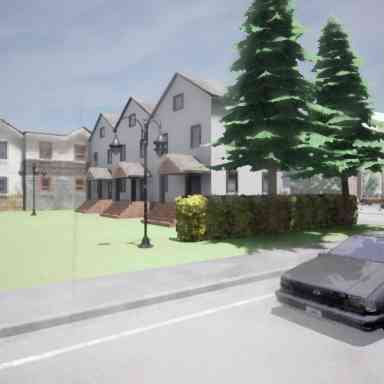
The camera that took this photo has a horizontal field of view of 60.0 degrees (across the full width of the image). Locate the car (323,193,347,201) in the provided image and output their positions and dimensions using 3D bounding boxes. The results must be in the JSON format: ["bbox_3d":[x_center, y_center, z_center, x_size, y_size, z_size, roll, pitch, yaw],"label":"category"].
[{"bbox_3d":[32.154,1.094,74.745,1.932,1.855,4.605,0,0,-36],"label":"car"}]

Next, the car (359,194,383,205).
[{"bbox_3d":[27.287,1.095,49.291,1.932,1.855,4.605,0,0,-36],"label":"car"}]

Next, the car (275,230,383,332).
[{"bbox_3d":[4.142,1.547,6.903,5.357,1.411,2.033,0,0,-35],"label":"car"}]
